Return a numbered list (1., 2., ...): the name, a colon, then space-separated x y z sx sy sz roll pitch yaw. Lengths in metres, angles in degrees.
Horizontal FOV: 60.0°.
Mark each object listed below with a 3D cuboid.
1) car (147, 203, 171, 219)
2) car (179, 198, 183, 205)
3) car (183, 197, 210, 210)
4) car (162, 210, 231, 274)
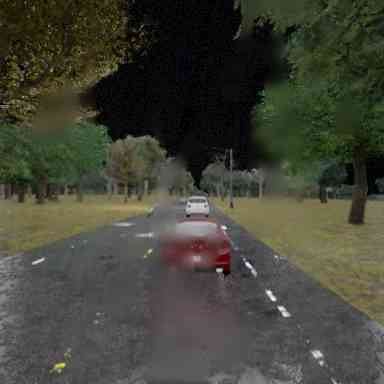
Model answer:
1. car: -3.140 1.837 32.833 2.033 1.411 5.357 0 -1 1
2. car: -1.908 2.099 73.529 1.837 1.490 4.892 0 0 2
3. car: 0.587 1.518 33.793 2.150 2.045 5.566 0 -1 2
4. car: 0.152 1.570 10.910 1.882 1.535 5.008 0 0 1
